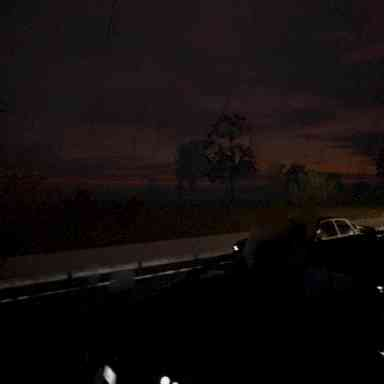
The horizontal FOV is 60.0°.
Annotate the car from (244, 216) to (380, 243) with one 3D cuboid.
[{"bbox_3d":[3.707,1.463,10.288,5.357,1.411,2.033,-1,0,-35],"label":"car"}]

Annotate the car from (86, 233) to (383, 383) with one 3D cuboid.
[{"bbox_3d":[0.852,1.534,4.286,4.181,1.385,1.994,-1,0,-35],"label":"car"}]
